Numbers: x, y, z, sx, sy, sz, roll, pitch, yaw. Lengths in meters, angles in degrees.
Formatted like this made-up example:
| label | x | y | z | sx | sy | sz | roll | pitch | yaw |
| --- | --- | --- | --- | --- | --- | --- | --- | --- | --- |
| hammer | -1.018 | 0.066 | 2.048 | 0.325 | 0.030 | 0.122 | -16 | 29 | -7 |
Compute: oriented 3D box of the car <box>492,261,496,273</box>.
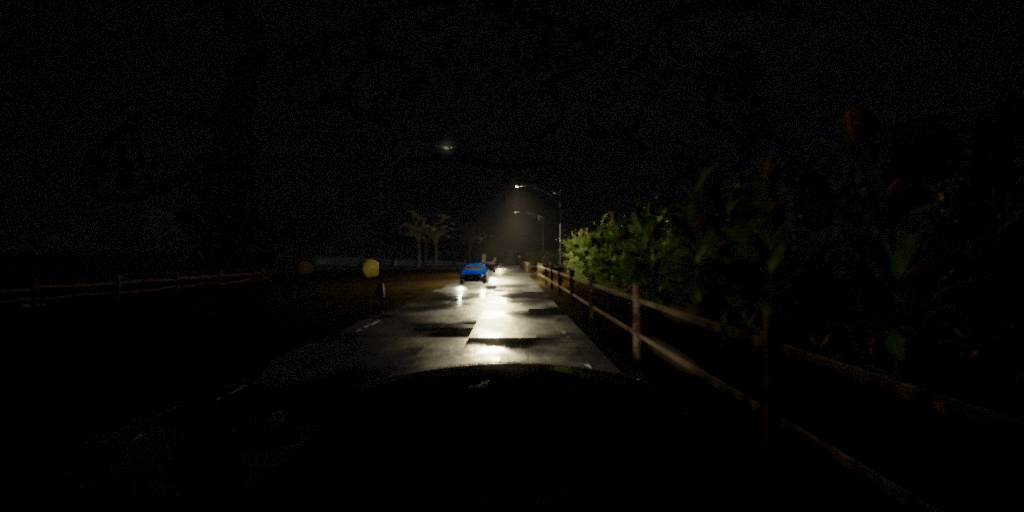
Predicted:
| label | x | y | z | sx | sy | sz | roll | pitch | yaw |
| --- | --- | --- | --- | --- | --- | --- | --- | --- | --- |
| car | -2.804 | 1.238 | 41.572 | 1.895 | 1.301 | 4.718 | 0 | 0 | 0 |

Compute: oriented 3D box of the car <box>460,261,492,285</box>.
| label | x | y | z | sx | sy | sz | roll | pitch | yaw |
| --- | --- | --- | --- | --- | --- | --- | --- | --- | --- |
| car | -2.799 | 1.311 | 27.558 | 1.882 | 1.535 | 5.008 | 0 | -1 | 0 |
